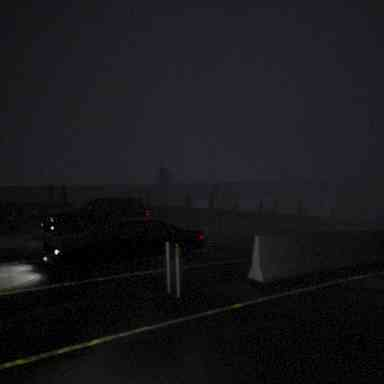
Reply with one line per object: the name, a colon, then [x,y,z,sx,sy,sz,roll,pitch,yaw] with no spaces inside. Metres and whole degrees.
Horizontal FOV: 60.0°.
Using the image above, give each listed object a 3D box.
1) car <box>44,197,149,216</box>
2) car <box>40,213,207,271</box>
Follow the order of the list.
car: [-4.956,1.283,17.649,5.566,2.045,2.150,2,-1,-35]
car: [-2.042,1.582,11.128,5.357,1.411,2.033,1,-1,-35]
